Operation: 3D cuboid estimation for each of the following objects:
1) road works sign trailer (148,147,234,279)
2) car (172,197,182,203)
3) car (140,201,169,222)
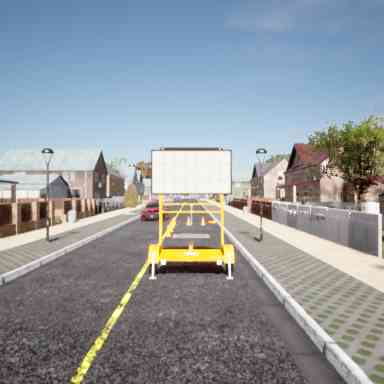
[{"bbox_3d":[-0.015,0.471,10.023,2.380,3.560,2.880,0,0,0],"label":"road works sign trailer"},{"bbox_3d":[-2.940,1.734,68.188,2.033,1.411,5.357,0,0,0],"label":"car"},{"bbox_3d":[-2.923,1.512,26.727,1.882,1.535,5.008,0,0,0],"label":"car"}]
